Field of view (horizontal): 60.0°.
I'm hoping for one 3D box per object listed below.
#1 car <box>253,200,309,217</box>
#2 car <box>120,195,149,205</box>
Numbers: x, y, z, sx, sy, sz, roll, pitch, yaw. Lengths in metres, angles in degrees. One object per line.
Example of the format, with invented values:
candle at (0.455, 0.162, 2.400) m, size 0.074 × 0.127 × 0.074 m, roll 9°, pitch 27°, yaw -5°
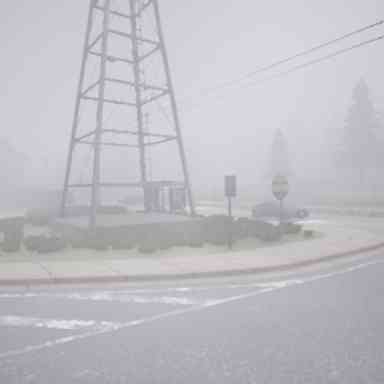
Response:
car at (6.364, 1.279, 24.300) m, size 1.994 × 1.385 × 4.181 m, roll -1°, pitch 1°, yaw -35°
car at (-8.011, 1.170, 47.384) m, size 5.008 × 1.535 × 1.882 m, roll -1°, pitch 1°, yaw 17°
